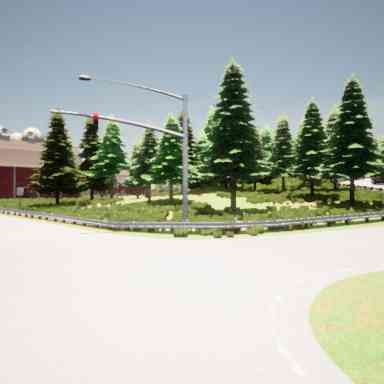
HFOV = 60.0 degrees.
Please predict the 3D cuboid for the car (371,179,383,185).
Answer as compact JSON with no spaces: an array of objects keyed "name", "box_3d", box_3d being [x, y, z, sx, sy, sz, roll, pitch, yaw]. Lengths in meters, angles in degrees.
[{"name":"car","box_3d":[29.010,-1.933,51.526,1.837,1.490,4.892,0,5,21]}]
